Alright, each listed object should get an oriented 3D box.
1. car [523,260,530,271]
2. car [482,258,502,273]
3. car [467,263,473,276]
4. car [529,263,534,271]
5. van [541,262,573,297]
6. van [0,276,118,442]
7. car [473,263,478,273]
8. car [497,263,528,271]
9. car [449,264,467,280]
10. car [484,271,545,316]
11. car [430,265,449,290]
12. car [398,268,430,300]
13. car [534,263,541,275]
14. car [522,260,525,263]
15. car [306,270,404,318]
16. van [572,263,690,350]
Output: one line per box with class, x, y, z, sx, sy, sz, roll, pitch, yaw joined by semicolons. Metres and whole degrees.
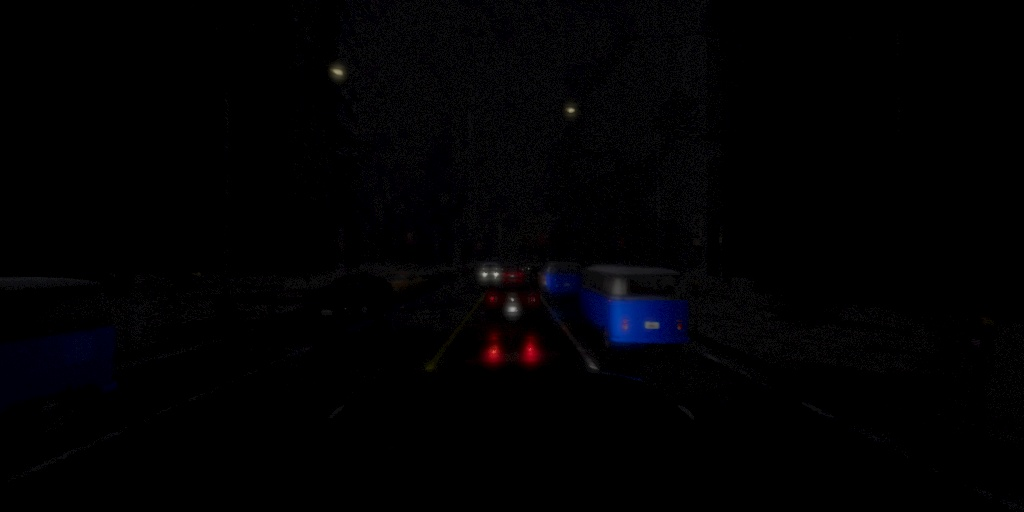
car;2.750;1.607;45.125;2.007;1.370;4.403;0;0;0
car;-3.049;1.332;52.351;2.150;2.045;5.566;0;-1;0
car;-5.773;1.558;39.230;1.888;1.381;4.507;0;0;0
car;2.754;1.517;30.555;1.948;1.339;4.313;0;0;0
van;2.757;1.215;19.729;1.690;1.789;3.998;0;0;0
van;-5.763;1.097;2.758;1.690;1.789;3.998;0;0;0
car;-5.777;1.643;50.119;2.007;1.370;4.403;0;0;0
car;0.041;1.509;29.617;1.994;1.385;4.181;0;0;0
car;-5.772;1.524;33.786;2.007;1.370;4.403;0;0;0
car;0.038;1.433;13.721;1.895;1.301;4.718;0;0;1
car;-5.769;1.454;23.914;2.007;1.370;4.403;0;0;0
car;-5.767;1.391;18.455;1.751;1.417;4.829;0;0;0
car;2.756;1.438;25.311;1.751;1.417;4.829;0;0;0
car;2.749;1.644;50.118;2.007;1.370;4.403;0;0;0
car;-5.766;1.395;13.336;1.948;1.339;4.313;0;0;0
van;2.760;1.140;8.902;1.690;1.789;3.998;0;0;0
